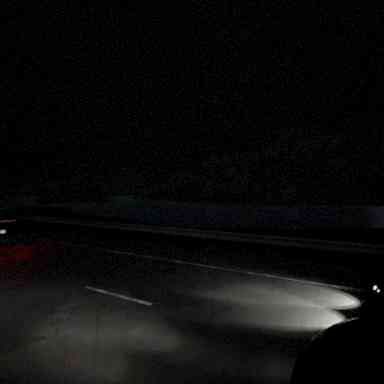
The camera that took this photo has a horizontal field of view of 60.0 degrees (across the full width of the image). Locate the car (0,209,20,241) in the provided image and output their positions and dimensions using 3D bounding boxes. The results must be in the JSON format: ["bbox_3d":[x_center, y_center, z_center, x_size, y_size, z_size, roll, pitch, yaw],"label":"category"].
[{"bbox_3d":[-9.845,1.439,15.318,4.902,1.511,2.128,0,0,36],"label":"car"}]

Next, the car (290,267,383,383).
[{"bbox_3d":[3.031,1.496,1.805,4.902,1.511,2.128,0,0,36],"label":"car"}]

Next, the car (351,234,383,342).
[{"bbox_3d":[4.800,1.567,4.840,4.181,1.385,1.994,0,0,36],"label":"car"}]
